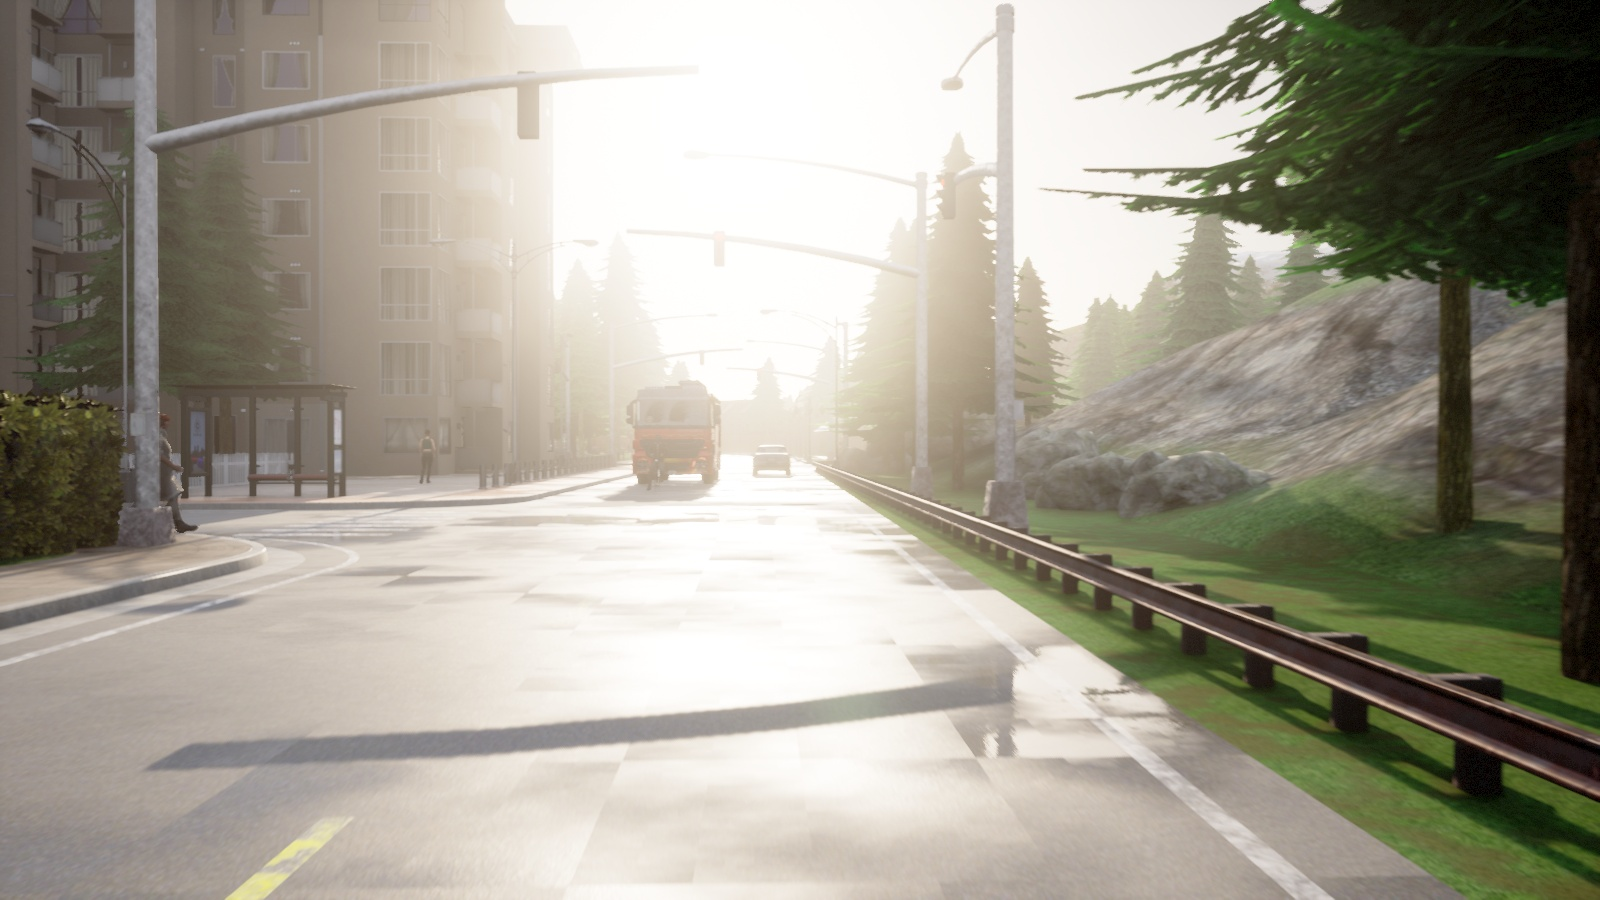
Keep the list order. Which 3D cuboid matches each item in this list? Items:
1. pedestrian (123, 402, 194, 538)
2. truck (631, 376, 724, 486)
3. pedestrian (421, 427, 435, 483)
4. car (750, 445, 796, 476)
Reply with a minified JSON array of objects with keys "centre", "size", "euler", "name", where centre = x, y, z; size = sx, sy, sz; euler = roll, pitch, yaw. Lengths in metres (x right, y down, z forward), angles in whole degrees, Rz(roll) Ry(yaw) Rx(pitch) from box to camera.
[{"centre":[-9.430,0.283,18.487],"size":[0.873,1.952,0.659],"euler":[0,0,-22],"name":"pedestrian"},{"centre":[-4.533,-0.691,48.009],"size":[2.891,3.827,8.468],"euler":[0,0,-1],"name":"truck"},{"centre":[-12.315,0.152,41.569],"size":[0.345,1.836,0.594],"euler":[0,0,-9],"name":"pedestrian"},{"centre":[-1.275,0.460,59.050],"size":[2.033,1.411,5.357],"euler":[0,0,-1],"name":"car"}]
